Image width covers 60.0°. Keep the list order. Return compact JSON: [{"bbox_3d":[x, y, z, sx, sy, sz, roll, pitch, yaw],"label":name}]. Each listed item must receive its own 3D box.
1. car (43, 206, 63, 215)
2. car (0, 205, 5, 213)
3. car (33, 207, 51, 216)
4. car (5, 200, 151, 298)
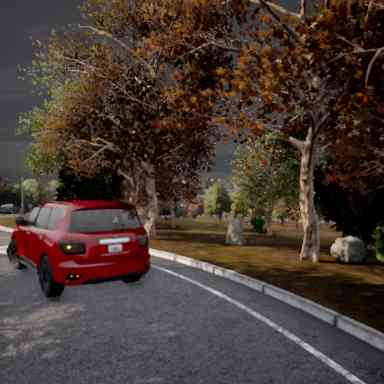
[{"bbox_3d":[-24.181,3.285,58.077,2.128,1.511,4.902,0,-5,-8],"label":"car"},{"bbox_3d":[-26.513,2.532,48.211,1.837,1.490,4.892,0,-4,-7],"label":"car"},{"bbox_3d":[-28.557,3.783,63.316,1.837,1.490,4.892,0,-5,-8],"label":"car"},{"bbox_3d":[-3.225,1.233,8.907,2.150,2.045,5.566,0,0,-38],"label":"car"}]
